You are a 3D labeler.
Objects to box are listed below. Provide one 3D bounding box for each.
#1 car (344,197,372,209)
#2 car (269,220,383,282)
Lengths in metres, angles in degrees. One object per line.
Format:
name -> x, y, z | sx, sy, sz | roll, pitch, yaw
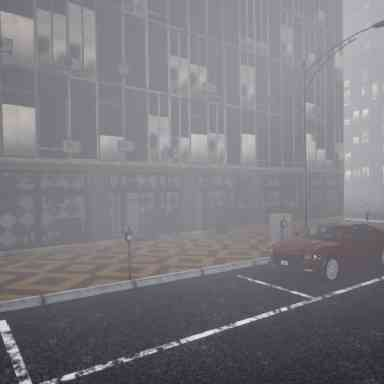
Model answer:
car -> 18.691, 1.275, 39.604 | 1.752, 1.417, 4.829 | -1, 1, -35
car -> 4.158, 1.542, 9.721 | 4.507, 1.381, 1.887 | 0, -1, -36
